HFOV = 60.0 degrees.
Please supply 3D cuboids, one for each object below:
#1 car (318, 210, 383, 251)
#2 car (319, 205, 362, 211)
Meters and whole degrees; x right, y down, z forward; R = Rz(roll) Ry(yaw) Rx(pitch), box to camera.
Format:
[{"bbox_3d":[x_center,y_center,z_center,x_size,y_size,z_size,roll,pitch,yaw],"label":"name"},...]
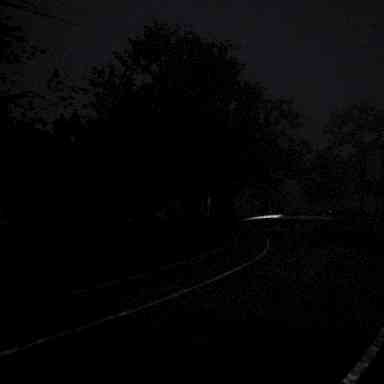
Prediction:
[{"bbox_3d":[7.803,1.757,15.211,1.994,1.385,4.181,1,-1,-20],"label":"car"},{"bbox_3d":[16.272,2.139,36.614,4.718,1.301,1.895,1,-1,-23],"label":"car"}]
